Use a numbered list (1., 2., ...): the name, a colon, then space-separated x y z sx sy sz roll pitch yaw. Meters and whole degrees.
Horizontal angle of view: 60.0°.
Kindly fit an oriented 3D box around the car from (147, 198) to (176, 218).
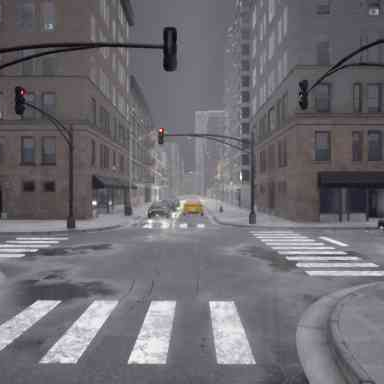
1. car: -2.831 1.555 30.010 2.033 1.411 5.357 0 0 0

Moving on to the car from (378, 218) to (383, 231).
1. car: 12.378 1.563 17.904 4.313 1.339 1.947 0 0 0

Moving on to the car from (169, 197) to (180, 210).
1. car: -2.820 1.522 39.839 1.837 1.490 4.892 0 0 0

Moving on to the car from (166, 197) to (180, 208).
1. car: -2.806 1.536 50.145 1.837 1.490 4.892 0 0 0

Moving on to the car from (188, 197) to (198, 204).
1. car: 0.147 1.665 68.036 1.895 1.301 4.718 0 0 0

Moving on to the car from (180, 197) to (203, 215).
1. car: 0.105 1.488 33.659 1.882 1.535 5.008 0 0 0
